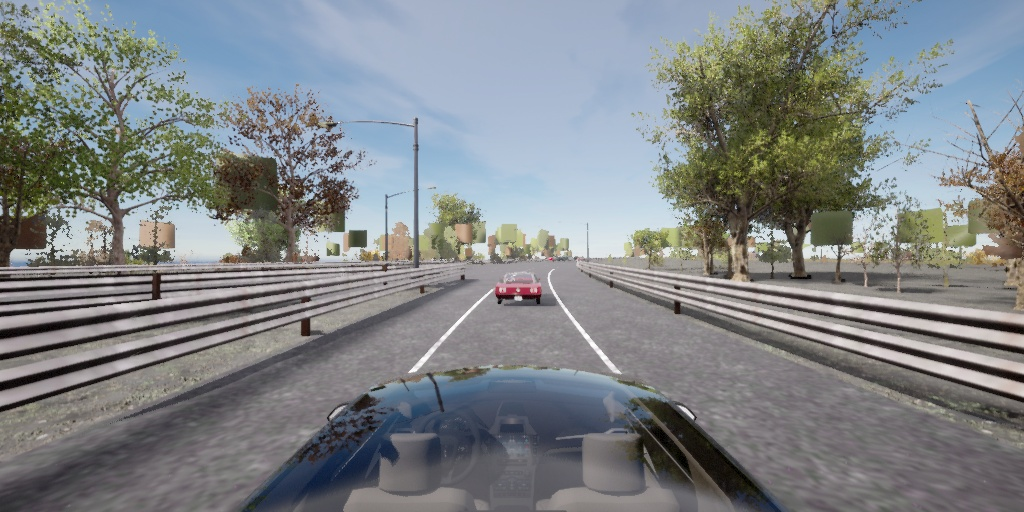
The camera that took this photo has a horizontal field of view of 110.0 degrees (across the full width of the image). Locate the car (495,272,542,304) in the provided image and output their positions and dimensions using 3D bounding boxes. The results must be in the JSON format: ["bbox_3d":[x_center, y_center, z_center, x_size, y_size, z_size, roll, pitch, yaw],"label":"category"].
[{"bbox_3d":[0.355,1.361,16.188,1.895,1.301,4.718,0,0,3],"label":"car"}]
